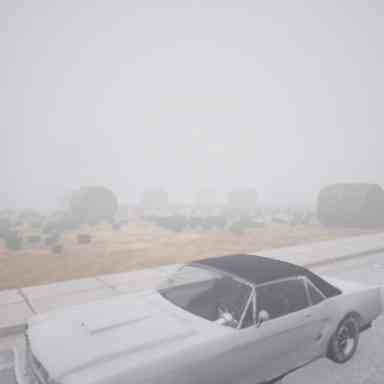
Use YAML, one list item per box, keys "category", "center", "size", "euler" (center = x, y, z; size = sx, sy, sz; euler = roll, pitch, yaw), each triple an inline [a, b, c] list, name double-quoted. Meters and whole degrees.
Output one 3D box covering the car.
- category: "car"
  center: [0.395, 1.591, 4.272]
  size: [4.718, 1.301, 1.895]
  euler: [0, 0, -36]
